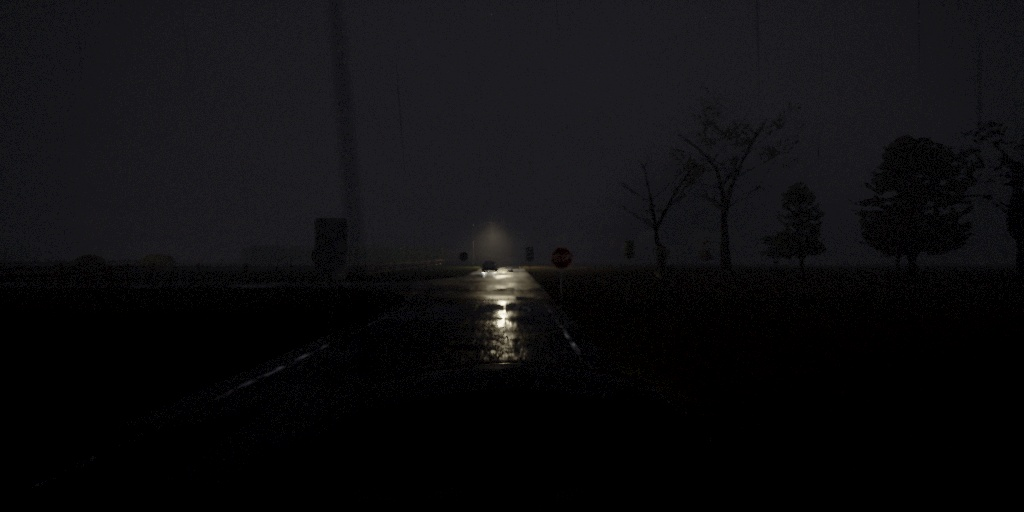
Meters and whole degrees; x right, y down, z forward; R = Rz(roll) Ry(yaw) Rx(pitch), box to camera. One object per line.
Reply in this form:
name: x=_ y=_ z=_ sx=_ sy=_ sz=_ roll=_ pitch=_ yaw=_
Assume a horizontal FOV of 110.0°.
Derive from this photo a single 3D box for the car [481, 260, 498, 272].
car: x=-2.750 y=1.259 z=44.973 sx=2.033 sy=1.411 sz=5.357 roll=0 pitch=0 yaw=0
